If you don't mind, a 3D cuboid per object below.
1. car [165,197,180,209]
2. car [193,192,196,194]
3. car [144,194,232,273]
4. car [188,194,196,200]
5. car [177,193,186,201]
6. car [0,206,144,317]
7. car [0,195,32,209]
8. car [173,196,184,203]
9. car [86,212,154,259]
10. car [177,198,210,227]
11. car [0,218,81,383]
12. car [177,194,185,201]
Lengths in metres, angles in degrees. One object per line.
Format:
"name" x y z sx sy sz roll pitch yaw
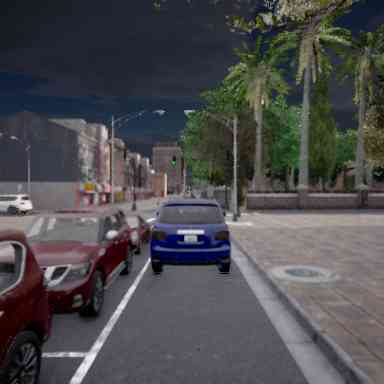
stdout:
"car" -2.659 1.495 45.614 1.752 1.417 4.829 0 0 0
"car" -0.012 1.449 75.718 1.837 1.490 4.892 0 0 0
"car" -0.021 1.213 10.754 2.150 2.045 5.566 0 0 0
"car" -0.013 1.311 86.137 1.812 1.442 4.674 0 0 0
"car" -2.659 1.268 87.944 2.192 1.841 5.009 0 0 0
"car" -2.638 1.308 7.617 2.192 1.841 5.009 0 0 0
"car" -19.251 1.311 33.831 5.566 2.045 2.150 0 0 -1
"car" -2.662 1.511 66.863 2.008 1.369 4.403 0 0 0
"car" -2.640 1.570 13.230 1.802 1.307 4.206 0 0 0
"car" 0.015 1.334 23.365 2.097 1.767 4.553 0 0 -1
"car" -2.637 1.313 2.005 2.192 1.841 5.009 0 0 0
"car" -2.660 1.395 82.674 1.967 1.590 4.097 0 0 0
